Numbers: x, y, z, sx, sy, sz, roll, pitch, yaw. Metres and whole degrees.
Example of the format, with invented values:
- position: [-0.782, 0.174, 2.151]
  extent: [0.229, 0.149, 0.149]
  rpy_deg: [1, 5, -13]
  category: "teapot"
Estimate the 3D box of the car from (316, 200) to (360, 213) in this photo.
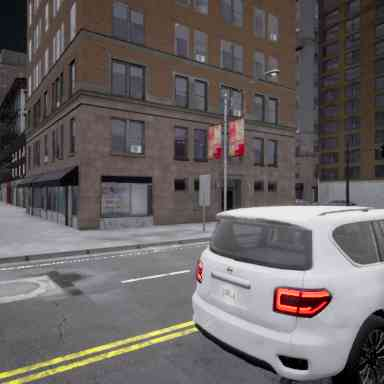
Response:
- position: [16.945, 1.596, 38.714]
  extent: [1.947, 1.339, 4.313]
  rpy_deg: [0, 0, -35]
  category: "car"

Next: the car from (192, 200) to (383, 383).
- position: [2.618, 1.222, 5.294]
  extent: [5.566, 2.045, 2.150]
  rpy_deg: [0, 0, -35]
  category: "car"
